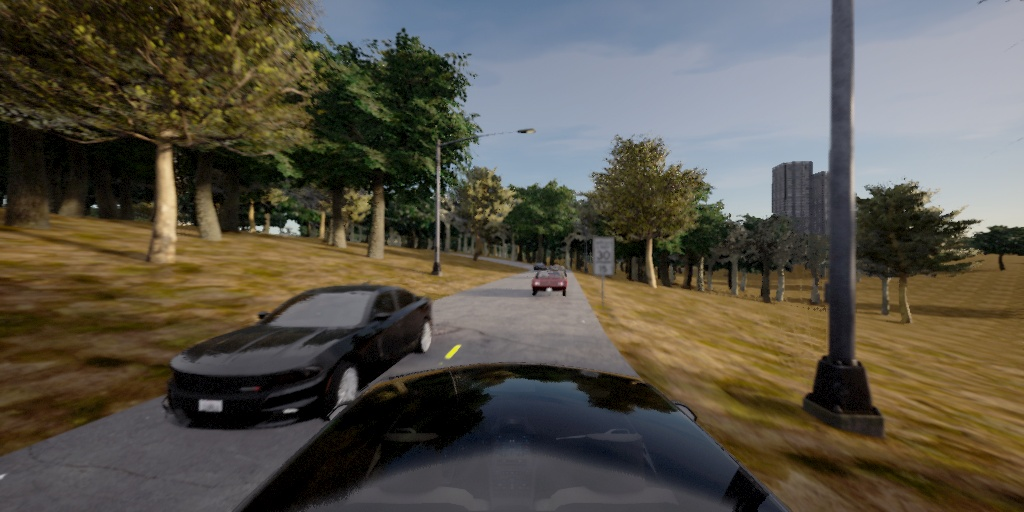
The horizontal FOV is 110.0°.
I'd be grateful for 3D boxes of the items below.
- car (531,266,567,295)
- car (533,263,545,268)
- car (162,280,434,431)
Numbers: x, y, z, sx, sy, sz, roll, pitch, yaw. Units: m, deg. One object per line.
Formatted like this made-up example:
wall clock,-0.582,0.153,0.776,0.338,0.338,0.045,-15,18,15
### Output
car,2.231,1.481,20.805,1.895,1.301,4.718,0,0,8
car,4.347,1.745,56.531,2.033,1.411,5.357,0,-1,9
car,-2.806,1.229,6.049,1.882,1.535,5.008,0,0,4
